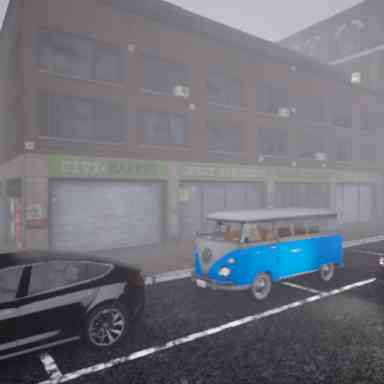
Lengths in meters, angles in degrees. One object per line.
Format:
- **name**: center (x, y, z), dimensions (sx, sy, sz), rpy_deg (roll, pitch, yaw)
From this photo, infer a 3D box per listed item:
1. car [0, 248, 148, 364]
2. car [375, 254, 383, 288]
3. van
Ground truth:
- **car**: center (-2.702, 1.563, 4.632), dimensions (4.313, 1.339, 1.947), rpy_deg (0, 0, -36)
- **car**: center (6.155, 1.463, 7.768), dimensions (4.674, 1.442, 1.812), rpy_deg (0, 0, -35)
- **van**: center (1.896, 1.301, 7.911), dimensions (3.998, 1.788, 1.690), rpy_deg (0, 0, -35)
